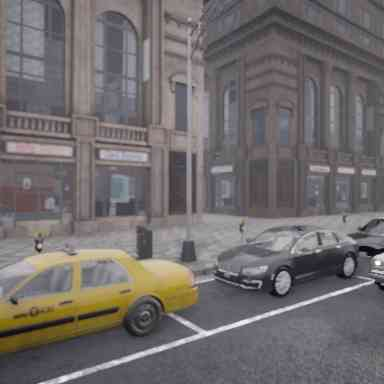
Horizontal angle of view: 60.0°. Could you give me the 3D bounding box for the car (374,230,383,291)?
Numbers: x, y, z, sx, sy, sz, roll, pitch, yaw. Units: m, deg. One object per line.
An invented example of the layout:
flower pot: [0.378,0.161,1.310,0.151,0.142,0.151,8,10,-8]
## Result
car: [6.129,1.601,7.752,4.718,1.301,1.895,0,0,-35]

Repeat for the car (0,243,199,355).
car: [-2.156,1.525,5.107,4.829,1.417,1.752,0,0,-35]

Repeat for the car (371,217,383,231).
car: [7.102,1.566,11.711,4.313,1.339,1.947,0,0,-36]

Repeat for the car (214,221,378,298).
car: [2.542,1.551,8.458,4.403,1.369,2.008,0,0,-36]
